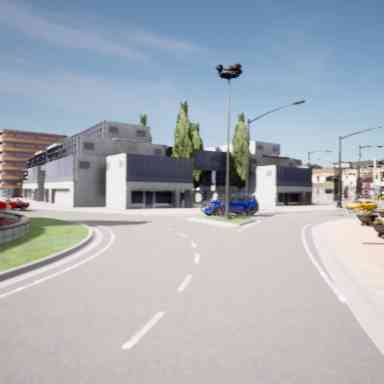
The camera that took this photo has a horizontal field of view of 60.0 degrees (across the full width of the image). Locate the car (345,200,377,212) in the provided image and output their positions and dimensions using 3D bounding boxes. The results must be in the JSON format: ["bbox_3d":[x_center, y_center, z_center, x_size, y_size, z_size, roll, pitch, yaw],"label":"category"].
[{"bbox_3d":[20.884,1.721,41.051,5.008,1.535,1.882,1,0,-34],"label":"car"}]

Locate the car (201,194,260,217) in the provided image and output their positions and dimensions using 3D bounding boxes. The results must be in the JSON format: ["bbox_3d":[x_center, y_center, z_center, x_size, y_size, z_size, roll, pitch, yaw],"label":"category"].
[{"bbox_3d":[3.608,1.241,30.995,5.566,2.045,2.150,1,0,-21],"label":"car"}]

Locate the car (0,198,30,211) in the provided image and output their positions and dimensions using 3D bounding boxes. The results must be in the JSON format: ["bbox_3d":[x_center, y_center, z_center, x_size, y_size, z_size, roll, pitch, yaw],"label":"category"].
[{"bbox_3d":[-19.669,1.299,35.285,4.718,1.301,1.895,1,0,21],"label":"car"}]
